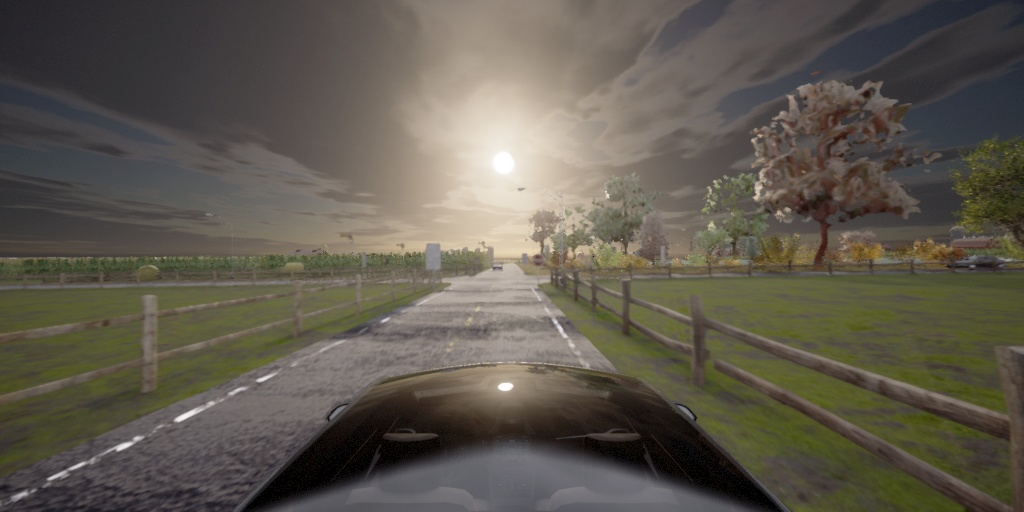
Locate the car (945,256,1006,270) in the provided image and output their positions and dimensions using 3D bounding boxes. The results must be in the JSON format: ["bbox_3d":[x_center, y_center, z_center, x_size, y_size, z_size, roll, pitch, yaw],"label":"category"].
[{"bbox_3d":[49.288,0.739,38.184,4.892,1.490,1.837,-1,0,1],"label":"car"}]
